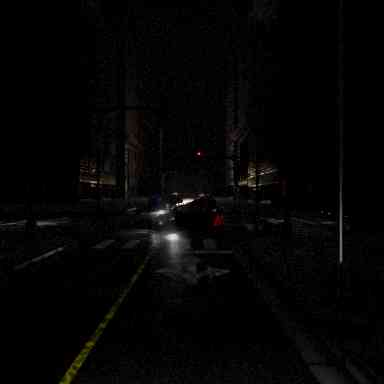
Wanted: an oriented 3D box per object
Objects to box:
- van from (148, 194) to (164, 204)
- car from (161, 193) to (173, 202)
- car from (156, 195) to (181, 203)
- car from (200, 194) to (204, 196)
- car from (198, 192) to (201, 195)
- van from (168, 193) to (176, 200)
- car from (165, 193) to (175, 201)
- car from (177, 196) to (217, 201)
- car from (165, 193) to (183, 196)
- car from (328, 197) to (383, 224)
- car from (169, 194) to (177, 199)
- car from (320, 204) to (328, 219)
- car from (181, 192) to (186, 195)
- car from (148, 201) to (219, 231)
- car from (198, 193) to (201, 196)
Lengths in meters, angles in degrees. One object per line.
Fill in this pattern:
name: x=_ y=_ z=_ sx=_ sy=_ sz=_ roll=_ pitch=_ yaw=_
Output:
van: x=-5.636 y=1.298 z=50.143 sx=1.690 sy=1.788 sz=3.998 roll=0 pitch=0 yaw=0
car: x=-5.487 y=1.225 z=72.738 sx=2.192 sy=1.841 sz=5.009 roll=0 pitch=0 yaw=0
car: x=-2.921 y=1.459 z=42.623 sx=2.128 sy=1.511 sz=4.902 roll=0 pitch=0 yaw=1
car: x=2.999 y=1.505 z=67.036 sx=1.802 sy=1.307 sz=4.206 roll=0 pitch=0 yaw=0
car: x=3.185 y=1.425 z=95.280 sx=1.802 sy=1.307 sz=4.206 roll=0 pitch=0 yaw=0
van: x=-5.375 y=1.202 z=89.684 sx=1.690 sy=1.788 sz=3.998 roll=0 pitch=0 yaw=0
car: x=-5.413 y=1.193 z=84.035 sx=2.192 sy=1.841 sz=5.009 roll=0 pitch=0 yaw=0
car: x=0.828 y=1.481 z=33.962 sx=1.837 sy=1.490 sz=4.892 roll=-4 pitch=2 yaw=-33
car: x=-2.858 y=1.431 z=52.060 sx=1.882 sy=1.535 sz=5.008 roll=0 pitch=0 yaw=0
car: x=14.137 y=1.429 z=26.077 sx=5.566 sy=2.045 sz=2.150 roll=1 pitch=0 yaw=0
car: x=-5.339 y=1.388 z=95.332 sx=1.887 sy=1.381 sz=4.507 roll=0 pitch=0 yaw=0
car: x=14.267 y=1.442 z=29.332 sx=5.566 sy=2.045 sz=2.150 roll=1 pitch=0 yaw=1
car: x=-2.762 y=1.285 z=62.667 sx=2.097 sy=1.767 sz=4.553 roll=0 pitch=0 yaw=1
car: x=-0.333 y=1.518 z=20.974 sx=1.812 sy=1.442 sz=4.674 roll=-1 pitch=0 yaw=40
car: x=3.074 y=1.439 z=78.333 sx=1.887 sy=1.381 sz=4.507 roll=0 pitch=0 yaw=0
